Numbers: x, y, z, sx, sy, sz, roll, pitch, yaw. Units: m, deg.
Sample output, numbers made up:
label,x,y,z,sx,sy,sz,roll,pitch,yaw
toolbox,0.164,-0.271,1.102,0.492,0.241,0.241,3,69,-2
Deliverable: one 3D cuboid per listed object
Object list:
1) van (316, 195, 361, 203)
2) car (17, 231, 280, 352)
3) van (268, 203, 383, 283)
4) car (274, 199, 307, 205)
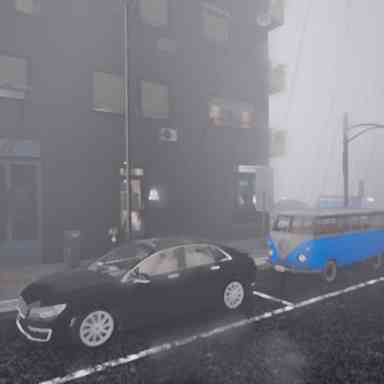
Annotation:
label,x,y,z,sx,sy,sz,roll,pitch,yaw
van,13.082,1.193,29.951,1.690,1.788,3.998,-1,1,-35
car,-0.712,1.549,6.062,4.403,1.369,2.008,0,-1,-35
van,3.848,1.337,9.315,3.998,1.788,1.690,0,-1,-35
car,9.905,1.392,34.470,1.947,1.339,4.313,-1,1,-35
